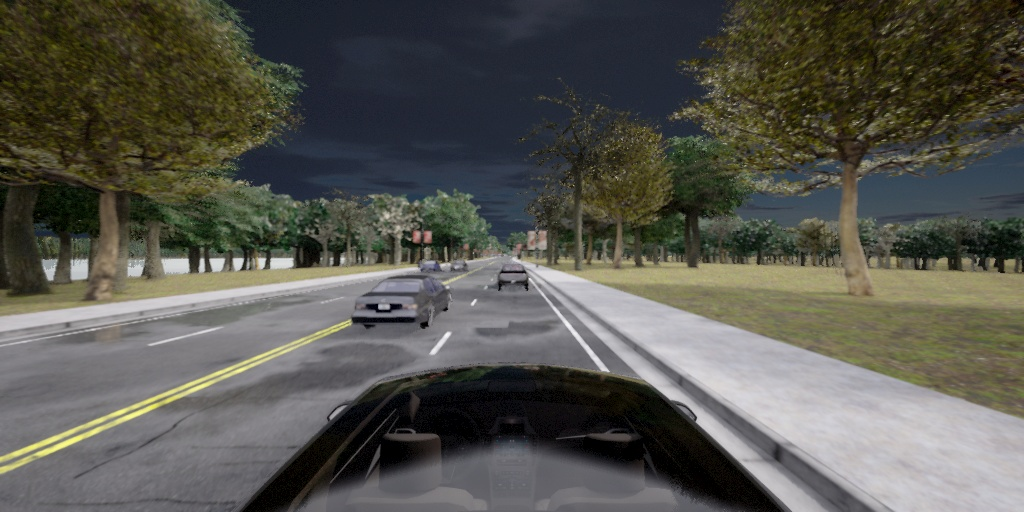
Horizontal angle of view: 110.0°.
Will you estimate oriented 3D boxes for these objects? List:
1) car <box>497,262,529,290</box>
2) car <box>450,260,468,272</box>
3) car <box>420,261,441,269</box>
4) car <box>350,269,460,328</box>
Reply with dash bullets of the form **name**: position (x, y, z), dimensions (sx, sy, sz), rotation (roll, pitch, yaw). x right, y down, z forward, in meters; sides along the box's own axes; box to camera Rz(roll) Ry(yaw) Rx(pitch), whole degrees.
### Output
- **car**: position (0.067, 1.243, 22.467), dimensions (2.128, 1.511, 4.902), rotation (0, 0, 0)
- **car**: position (-6.708, 1.259, 45.840), dimensions (2.128, 1.511, 4.902), rotation (0, 0, 0)
- **car**: position (-9.958, 1.291, 44.173), dimensions (1.812, 1.442, 4.674), rotation (0, 0, 0)
- **car**: position (-3.155, 1.298, 11.339), dimensions (2.033, 1.411, 5.357), rotation (0, 0, 0)
